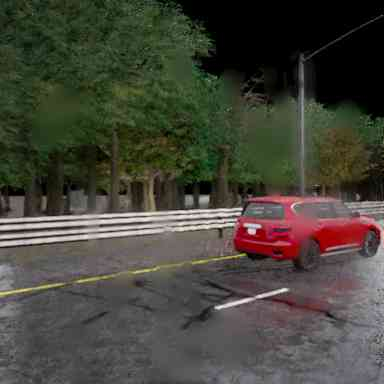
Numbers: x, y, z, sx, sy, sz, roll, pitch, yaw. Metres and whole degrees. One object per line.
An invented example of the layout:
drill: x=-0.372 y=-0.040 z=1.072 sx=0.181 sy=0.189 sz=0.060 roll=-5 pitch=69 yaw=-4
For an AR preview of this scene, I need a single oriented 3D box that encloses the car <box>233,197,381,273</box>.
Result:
car: x=3.842 y=1.166 z=10.771 sx=5.566 sy=2.045 sz=2.150 roll=0 pitch=0 yaw=-35
